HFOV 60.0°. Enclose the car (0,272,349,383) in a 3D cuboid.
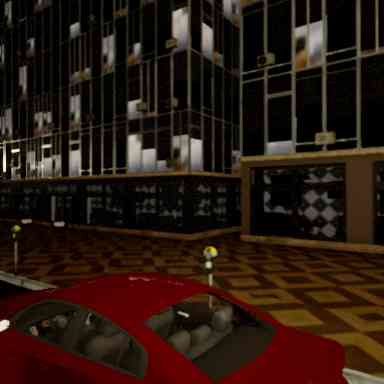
[{"bbox_3d":[-0.814,1.548,3.455,4.507,1.381,1.887,0,0,35],"label":"car"}]
